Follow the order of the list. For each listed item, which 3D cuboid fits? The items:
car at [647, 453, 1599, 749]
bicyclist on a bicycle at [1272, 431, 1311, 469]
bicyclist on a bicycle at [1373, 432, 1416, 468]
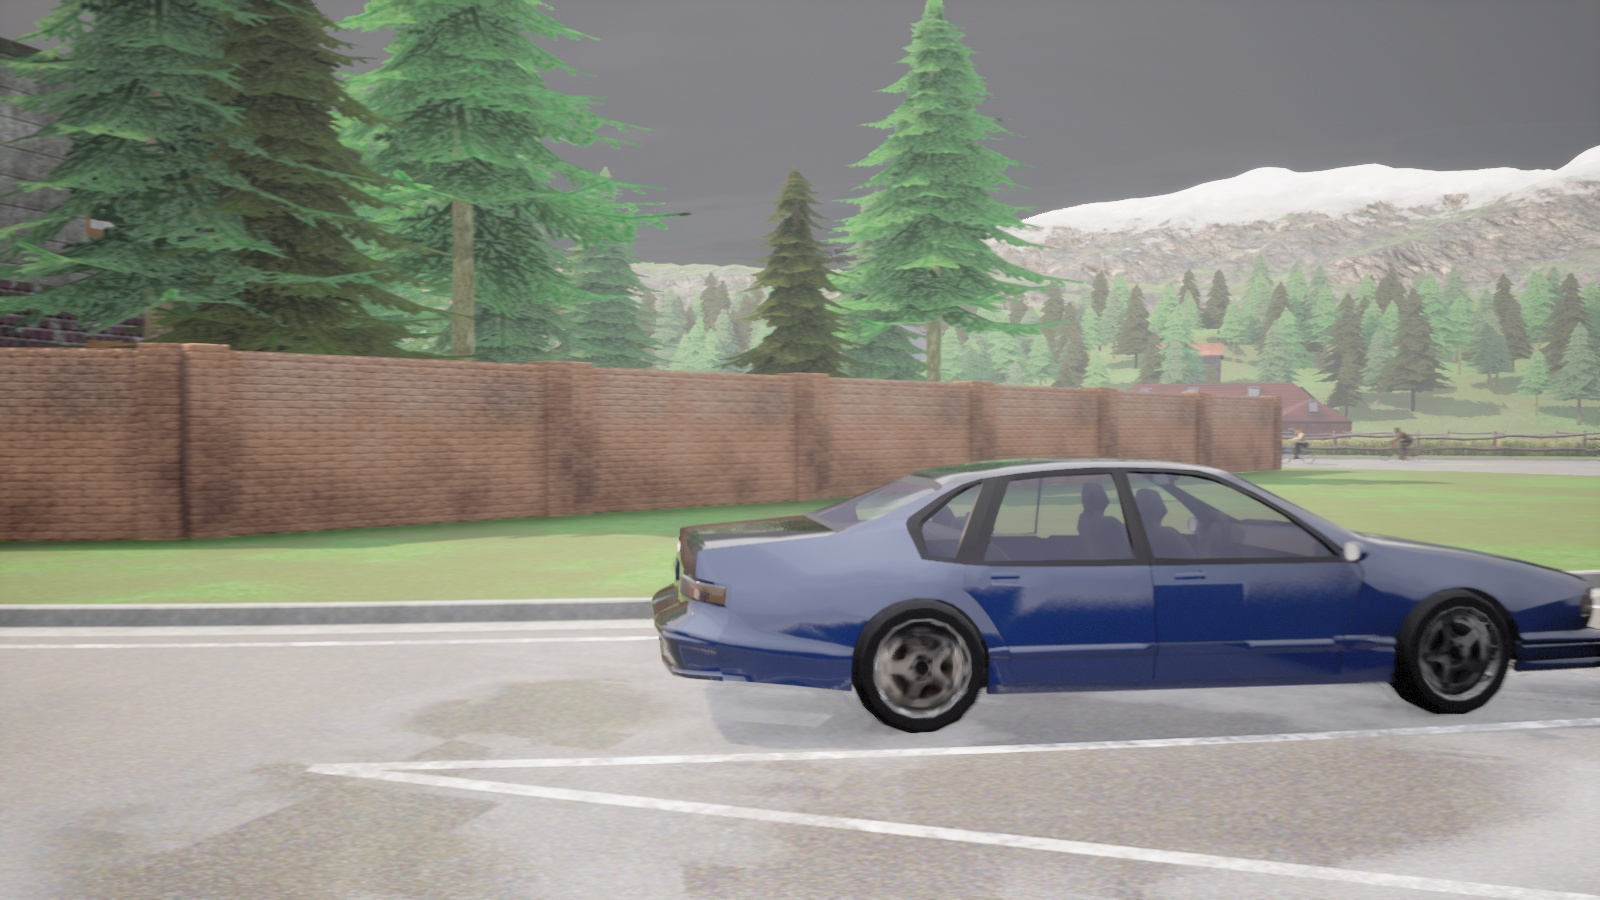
[{"bbox_3d":[1.804,0.755,7.523,5.357,1.411,2.033,0,1,-8],"label":"car"},{"bbox_3d":[21.403,-0.024,54.709,1.509,1.612,0.866,1,1,19],"label":"bicyclist on a bicycle"},{"bbox_3d":[26.783,-0.001,56.584,1.656,1.620,0.582,0,1,19],"label":"bicyclist on a bicycle"}]
